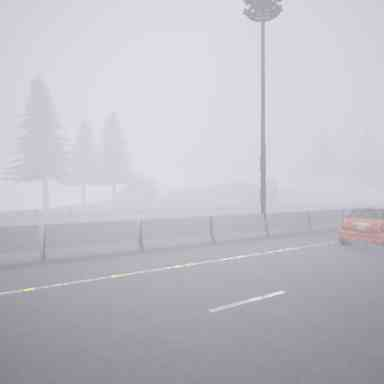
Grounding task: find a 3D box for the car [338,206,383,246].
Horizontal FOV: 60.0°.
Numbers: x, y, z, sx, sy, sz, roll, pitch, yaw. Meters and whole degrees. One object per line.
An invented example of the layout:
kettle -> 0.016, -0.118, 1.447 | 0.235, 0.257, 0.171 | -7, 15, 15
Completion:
car -> 8.244, 1.365, 14.049 | 4.553, 1.767, 2.097 | 0, 0, -35
